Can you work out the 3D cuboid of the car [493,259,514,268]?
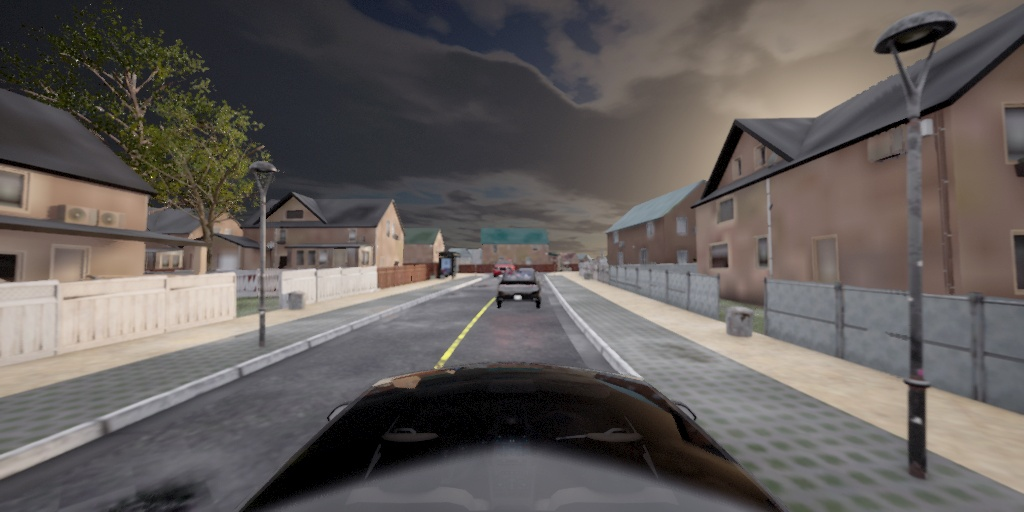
[{"bbox_3d":[-0.865,1.413,41.792,2.150,2.045,5.566,0,-1,3],"label":"car"}]

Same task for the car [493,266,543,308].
[{"bbox_3d":[0.362,1.389,16.081,2.128,1.511,4.902,0,-1,3],"label":"car"}]

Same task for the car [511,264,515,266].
[{"bbox_3d":[1.232,1.614,30.759,2.033,1.411,5.357,0,-1,3],"label":"car"}]
